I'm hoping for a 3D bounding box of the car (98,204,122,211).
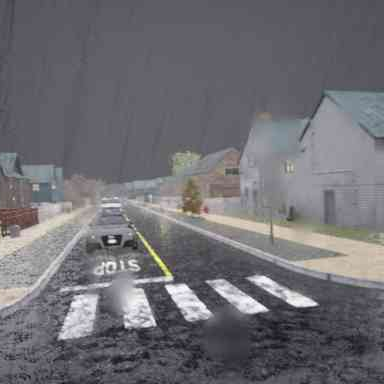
[{"bbox_3d":[-5.939,1.840,24.339,1.994,1.385,4.181,-3,0,-14],"label":"car"}]

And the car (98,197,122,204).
[{"bbox_3d":[-8.500,1.610,34.685,2.150,2.045,5.566,-3,0,-14],"label":"car"}]

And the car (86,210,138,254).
[{"bbox_3d":[-3.555,1.733,14.685,1.994,1.385,4.181,-3,0,-14],"label":"car"}]
